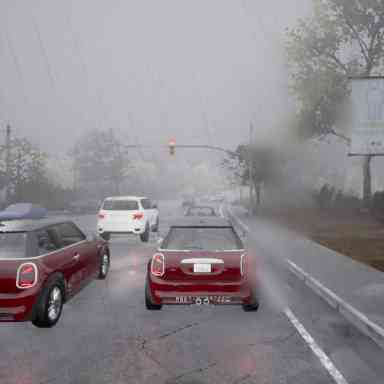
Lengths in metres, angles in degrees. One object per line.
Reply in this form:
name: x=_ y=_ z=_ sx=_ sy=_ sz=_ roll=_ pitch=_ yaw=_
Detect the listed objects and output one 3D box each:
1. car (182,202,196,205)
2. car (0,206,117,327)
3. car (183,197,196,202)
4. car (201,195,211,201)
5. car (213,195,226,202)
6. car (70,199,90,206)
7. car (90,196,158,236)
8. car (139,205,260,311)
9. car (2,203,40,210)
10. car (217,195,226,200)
car: x=0.466 y=1.491 z=17.156 sx=2.128 sy=1.511 sz=4.902 roll=0 pitch=0 yaw=2
car: x=-3.293 y=1.352 z=7.202 sx=2.097 sy=1.767 sz=4.553 roll=0 pitch=0 yaw=1
car: x=-0.380 y=1.547 z=53.238 sx=2.033 sy=1.411 sz=5.357 roll=0 pitch=0 yaw=6
car: x=3.484 y=1.478 z=82.003 sx=1.882 sy=1.535 sz=5.008 roll=0 pitch=0 yaw=10
car: x=5.973 y=1.590 z=75.535 sx=1.895 sy=1.301 sz=4.718 roll=0 pitch=0 yaw=9
car: x=-10.181 y=1.505 z=34.436 sx=4.892 sy=1.490 sz=1.837 roll=0 pitch=0 yaw=-4
car: x=-3.052 y=1.221 z=16.879 sx=2.150 sy=2.045 sz=5.566 roll=0 pitch=0 yaw=2
car: x=0.216 y=1.352 z=7.949 sx=2.097 sy=1.767 sz=4.553 roll=0 pitch=0 yaw=1
car: x=-10.996 y=1.478 z=21.631 sx=1.882 sy=1.535 sz=5.008 roll=0 pitch=0 yaw=-7
car: x=7.661 y=1.392 z=85.628 sx=1.812 sy=1.442 sz=4.674 roll=0 pitch=0 yaw=10
